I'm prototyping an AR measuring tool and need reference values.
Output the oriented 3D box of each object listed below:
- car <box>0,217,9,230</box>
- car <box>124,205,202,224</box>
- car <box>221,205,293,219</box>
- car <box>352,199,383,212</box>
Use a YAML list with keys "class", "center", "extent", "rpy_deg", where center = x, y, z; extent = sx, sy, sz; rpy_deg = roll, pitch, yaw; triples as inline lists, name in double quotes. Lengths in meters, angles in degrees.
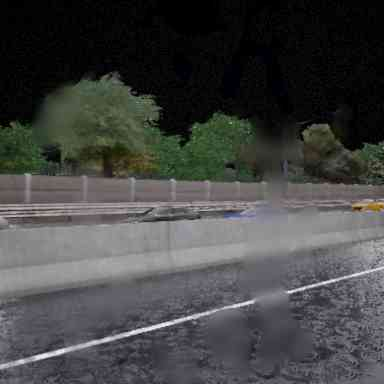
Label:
- class: "car"
  center: [-12.079, 1.599, 16.870]
  extent: [4.718, 1.301, 1.895]
  rpy_deg: [1, 0, -35]
- class: "car"
  center: [-1.675, 1.575, 19.985]
  extent: [4.892, 1.490, 1.837]
  rpy_deg: [1, 0, -35]
- class: "car"
  center: [3.921, 1.574, 19.675]
  extent: [5.008, 1.535, 1.882]
  rpy_deg: [0, 0, -35]
- class: "car"
  center: [21.621, 1.692, 40.861]
  extent: [5.008, 1.535, 1.882]
  rpy_deg: [0, 0, -35]
